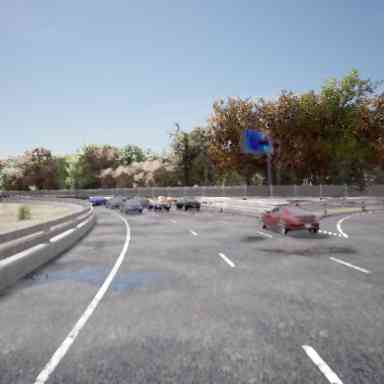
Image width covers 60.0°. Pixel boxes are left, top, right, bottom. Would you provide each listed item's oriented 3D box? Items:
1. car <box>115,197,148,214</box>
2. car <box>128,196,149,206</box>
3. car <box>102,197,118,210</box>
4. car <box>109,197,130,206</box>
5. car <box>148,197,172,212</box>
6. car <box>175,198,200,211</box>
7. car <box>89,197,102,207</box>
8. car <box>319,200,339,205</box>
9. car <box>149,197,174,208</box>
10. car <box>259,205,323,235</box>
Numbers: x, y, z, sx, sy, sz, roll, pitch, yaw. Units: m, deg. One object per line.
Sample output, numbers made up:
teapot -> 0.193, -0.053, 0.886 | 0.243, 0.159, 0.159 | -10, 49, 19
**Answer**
car -> -6.693, 1.580, 36.417 | 2.033, 1.411, 5.357 | 0, 0, -21
car -> -9.358, 1.549, 57.990 | 1.837, 1.490, 4.892 | 0, 0, -34
car -> -10.412, 1.603, 45.211 | 2.033, 1.411, 5.357 | 0, 0, -25
car -> -12.359, 1.571, 56.190 | 1.837, 1.490, 4.892 | 0, 0, -34
car -> -3.996, 1.613, 39.203 | 1.895, 1.301, 4.718 | 0, 0, -21
car -> -0.616, 1.466, 40.150 | 1.882, 1.535, 5.008 | 0, 0, -21
car -> -15.361, 1.565, 54.389 | 1.882, 1.535, 5.008 | 0, 0, -34
car -> 20.200, 1.389, 47.593 | 4.674, 1.442, 1.812 | 0, 0, 2
car -> -4.612, 1.490, 49.231 | 1.882, 1.535, 5.008 | 0, 0, -28
car -> 5.258, 1.481, 18.417 | 1.812, 1.442, 4.674 | 0, 0, -10
